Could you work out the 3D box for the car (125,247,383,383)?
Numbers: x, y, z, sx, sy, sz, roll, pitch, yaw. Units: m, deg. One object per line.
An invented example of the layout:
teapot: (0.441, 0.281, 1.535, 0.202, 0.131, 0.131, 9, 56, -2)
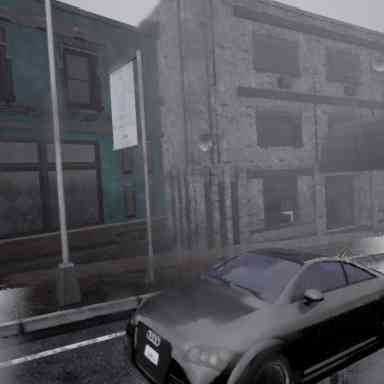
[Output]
car: (1.213, 1.544, 4.682, 4.181, 1.385, 1.994, 0, 0, -34)
